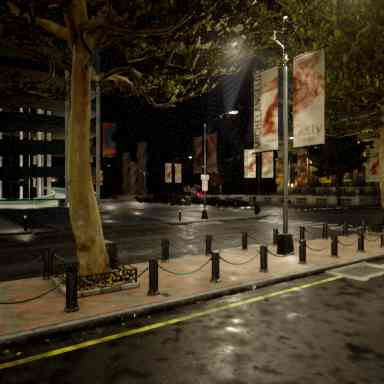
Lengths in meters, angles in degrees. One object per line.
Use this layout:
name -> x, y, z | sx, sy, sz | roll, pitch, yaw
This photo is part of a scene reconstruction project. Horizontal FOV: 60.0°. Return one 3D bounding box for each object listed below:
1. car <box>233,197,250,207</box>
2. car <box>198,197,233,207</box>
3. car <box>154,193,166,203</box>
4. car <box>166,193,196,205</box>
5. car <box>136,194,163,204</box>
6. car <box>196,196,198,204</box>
car -> 6.530, 1.547, 51.960 | 2.033, 1.411, 5.357 | 0, 0, -35
car -> 3.472, 1.478, 50.210 | 1.882, 1.535, 5.008 | 0, 0, -35
car -> -5.758, 1.221, 67.985 | 5.566, 2.045, 2.150 | 0, 0, 45
car -> -1.967, 1.352, 57.725 | 2.097, 1.767, 4.553 | 0, 0, -37
car -> -8.775, 1.547, 65.828 | 5.357, 1.411, 2.033 | 0, 0, 43
car -> 0.951, 1.526, 59.689 | 1.812, 1.442, 4.674 | 0, 0, -36
